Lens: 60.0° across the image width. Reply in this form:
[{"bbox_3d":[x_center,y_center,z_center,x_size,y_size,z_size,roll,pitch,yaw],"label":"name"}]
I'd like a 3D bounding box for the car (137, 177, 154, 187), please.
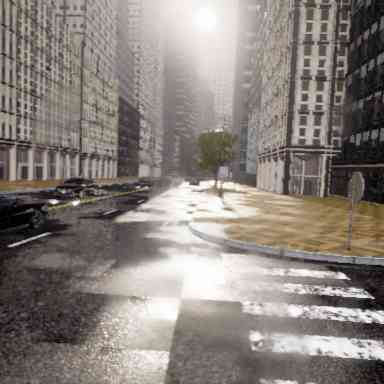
[{"bbox_3d":[-6.931,-1.546,50.197,1.994,1.385,4.181,3,3,4],"label":"car"}]

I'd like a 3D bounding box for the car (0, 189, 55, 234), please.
[{"bbox_3d":[-6.062,0.638,9.527,1.895,1.301,4.718,2,3,3],"label":"car"}]

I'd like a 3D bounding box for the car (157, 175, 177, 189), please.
[{"bbox_3d":[-3.723,-1.317,47.263,1.837,1.490,4.892,3,2,3],"label":"car"}]

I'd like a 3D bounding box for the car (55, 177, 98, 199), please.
[{"bbox_3d":[-8.553,-0.343,24.968,1.837,1.490,4.892,3,3,3],"label":"car"}]

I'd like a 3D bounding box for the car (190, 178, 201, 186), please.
[{"bbox_3d":[0.614,-1.996,64.824,1.994,1.385,4.181,3,3,3],"label":"car"}]

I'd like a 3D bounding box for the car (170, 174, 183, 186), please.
[{"bbox_3d":[-2.983,-2.265,60.518,2.150,2.045,5.566,3,3,3],"label":"car"}]
